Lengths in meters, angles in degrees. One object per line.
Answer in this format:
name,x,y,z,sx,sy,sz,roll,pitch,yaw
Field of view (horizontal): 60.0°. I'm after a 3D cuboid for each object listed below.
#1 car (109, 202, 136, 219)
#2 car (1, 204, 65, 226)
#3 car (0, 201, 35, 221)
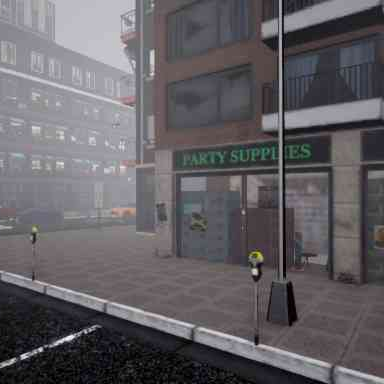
car,-6.400,1.841,34.431,2.097,1.767,4.553,0,-1,35
car,-12.169,1.869,26.143,1.994,1.385,4.181,0,-1,35
car,-14.952,1.609,26.714,2.192,1.841,5.009,-1,-2,35
